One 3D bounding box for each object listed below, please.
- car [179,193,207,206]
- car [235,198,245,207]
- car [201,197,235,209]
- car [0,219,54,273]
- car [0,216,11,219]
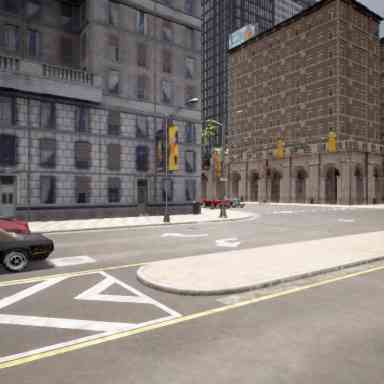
[{"bbox_3d":[0.072,1.221,57.150,2.150,2.045,5.566,0,0,-34],"label":"car"},{"bbox_3d":[5.710,1.491,49.049,2.128,1.511,4.902,0,0,-35],"label":"car"},{"bbox_3d":[3.280,1.478,46.419,1.882,1.535,5.008,0,0,-35],"label":"car"},{"bbox_3d":[-6.499,1.601,9.208,4.718,1.301,1.895,0,0,-35],"label":"car"},{"bbox_3d":[-8.443,1.526,12.113,4.674,1.442,1.812,0,0,-35],"label":"car"}]
